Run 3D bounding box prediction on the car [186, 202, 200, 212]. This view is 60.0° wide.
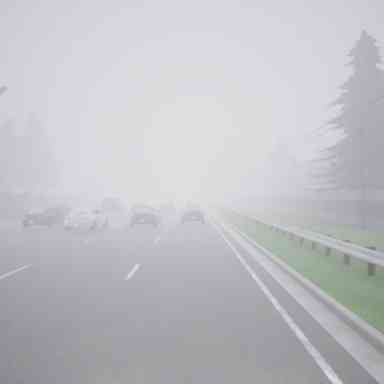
[{"bbox_3d":[0.079,2.128,47.779,1.895,1.301,4.718,0,-1,0],"label":"car"}]

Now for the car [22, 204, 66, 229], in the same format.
[{"bbox_3d":[-10.410,1.789,23.871,1.812,1.442,4.674,0,0,0],"label":"car"}]

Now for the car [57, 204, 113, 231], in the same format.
[{"bbox_3d":[-6.965,1.770,22.175,1.812,1.442,4.674,0,-1,1],"label":"car"}]

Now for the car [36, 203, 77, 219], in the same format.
[{"bbox_3d":[-13.918,1.927,34.485,2.033,1.411,5.357,0,-1,0],"label":"car"}]

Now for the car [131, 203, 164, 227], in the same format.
[{"bbox_3d":[-3.410,1.801,24.960,1.812,1.442,4.674,0,0,0],"label":"car"}]

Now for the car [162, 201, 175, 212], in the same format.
[{"bbox_3d":[-3.420,2.006,46.607,2.128,1.511,4.902,0,-1,0],"label":"car"}]

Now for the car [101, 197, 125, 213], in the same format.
[{"bbox_3d":[-10.419,1.706,43.882,2.150,2.045,5.566,0,0,0],"label":"car"}]

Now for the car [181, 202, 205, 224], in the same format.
[{"bbox_3d":[0.088,1.827,27.271,1.812,1.442,4.674,0,-1,0],"label":"car"}]

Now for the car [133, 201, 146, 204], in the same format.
[{"bbox_3d":[-6.925,1.967,44.385,1.882,1.535,5.008,0,0,0],"label":"car"}]
